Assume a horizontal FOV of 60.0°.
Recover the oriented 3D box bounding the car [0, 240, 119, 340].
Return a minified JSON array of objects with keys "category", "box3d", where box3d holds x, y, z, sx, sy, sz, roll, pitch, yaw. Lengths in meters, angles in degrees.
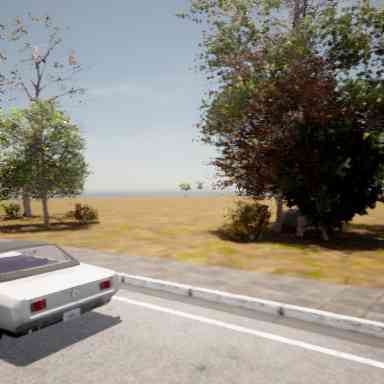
[{"category":"car","box3d":[-3.706,1.596,6.321,4.718,1.301,1.895,0,0,33]}]
